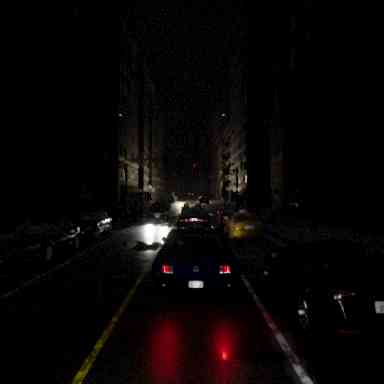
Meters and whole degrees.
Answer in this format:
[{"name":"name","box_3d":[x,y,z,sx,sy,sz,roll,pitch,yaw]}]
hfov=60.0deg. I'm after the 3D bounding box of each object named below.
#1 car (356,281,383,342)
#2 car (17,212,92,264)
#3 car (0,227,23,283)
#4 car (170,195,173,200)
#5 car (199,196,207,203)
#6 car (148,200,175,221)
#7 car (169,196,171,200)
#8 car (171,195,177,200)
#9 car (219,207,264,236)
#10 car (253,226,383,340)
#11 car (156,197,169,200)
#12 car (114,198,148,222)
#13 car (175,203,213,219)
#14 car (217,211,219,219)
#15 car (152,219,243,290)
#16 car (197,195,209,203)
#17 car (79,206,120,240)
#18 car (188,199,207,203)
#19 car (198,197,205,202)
[{"name":"car","box_3d":[2.637,1.573,1.154,1.947,1.339,4.313,0,0,0]},{"name":"car","box_3d":[-5.384,1.617,11.993,2.008,1.369,4.403,0,0,0]},{"name":"car","box_3d":[-5.386,1.619,6.580,1.802,1.307,4.206,0,0,0]},{"name":"car","box_3d":[-5.362,1.861,65.432,1.752,1.417,4.829,0,0,0]},{"name":"car","box_3d":[2.671,1.854,81.954,1.967,1.590,4.097,0,0,0]},{"name":"car","box_3d":[-2.739,1.679,28.630,2.128,1.511,4.902,0,0,0]},{"name":"car","box_3d":[-5.364,1.855,60.148,1.887,1.381,4.507,0,0,0]},{"name":"car","box_3d":[-5.355,1.979,81.963,1.947,1.339,4.313,0,0,0]},{"name":"car","box_3d":[2.644,1.621,17.563,1.752,1.417,4.829,0,0,0]},{"name":"car","box_3d":[2.639,1.604,6.567,1.947,1.339,4.313,0,0,0]},{"name":"car","box_3d":[-5.366,1.834,54.693,2.008,1.369,4.403,0,0,0]},{"name":"car","box_3d":[-5.377,1.464,28.232,2.192,1.841,5.009,0,0,0]},{"name":"car","box_3d":[0.109,1.606,18.786,1.837,1.490,4.892,0,0,0]},{"name":"car","box_3d":[2.646,1.704,22.805,1.802,1.307,4.206,0,0,0]},{"name":"car","box_3d":[0.103,1.653,9.170,1.895,1.301,4.718,0,0,0]},{"name":"car","box_3d":[2.666,1.803,71.045,1.967,1.590,4.097,0,0,0]},{"name":"car","box_3d":[-5.381,1.645,17.405,2.008,1.369,4.403,0,0,0]},{"name":"car","box_3d":[-0.005,1.631,28.911,1.882,1.535,5.008,0,0,-1]},{"name":"car","box_3d":[2.675,2.015,92.862,2.008,1.369,4.403,0,0,0]}]
